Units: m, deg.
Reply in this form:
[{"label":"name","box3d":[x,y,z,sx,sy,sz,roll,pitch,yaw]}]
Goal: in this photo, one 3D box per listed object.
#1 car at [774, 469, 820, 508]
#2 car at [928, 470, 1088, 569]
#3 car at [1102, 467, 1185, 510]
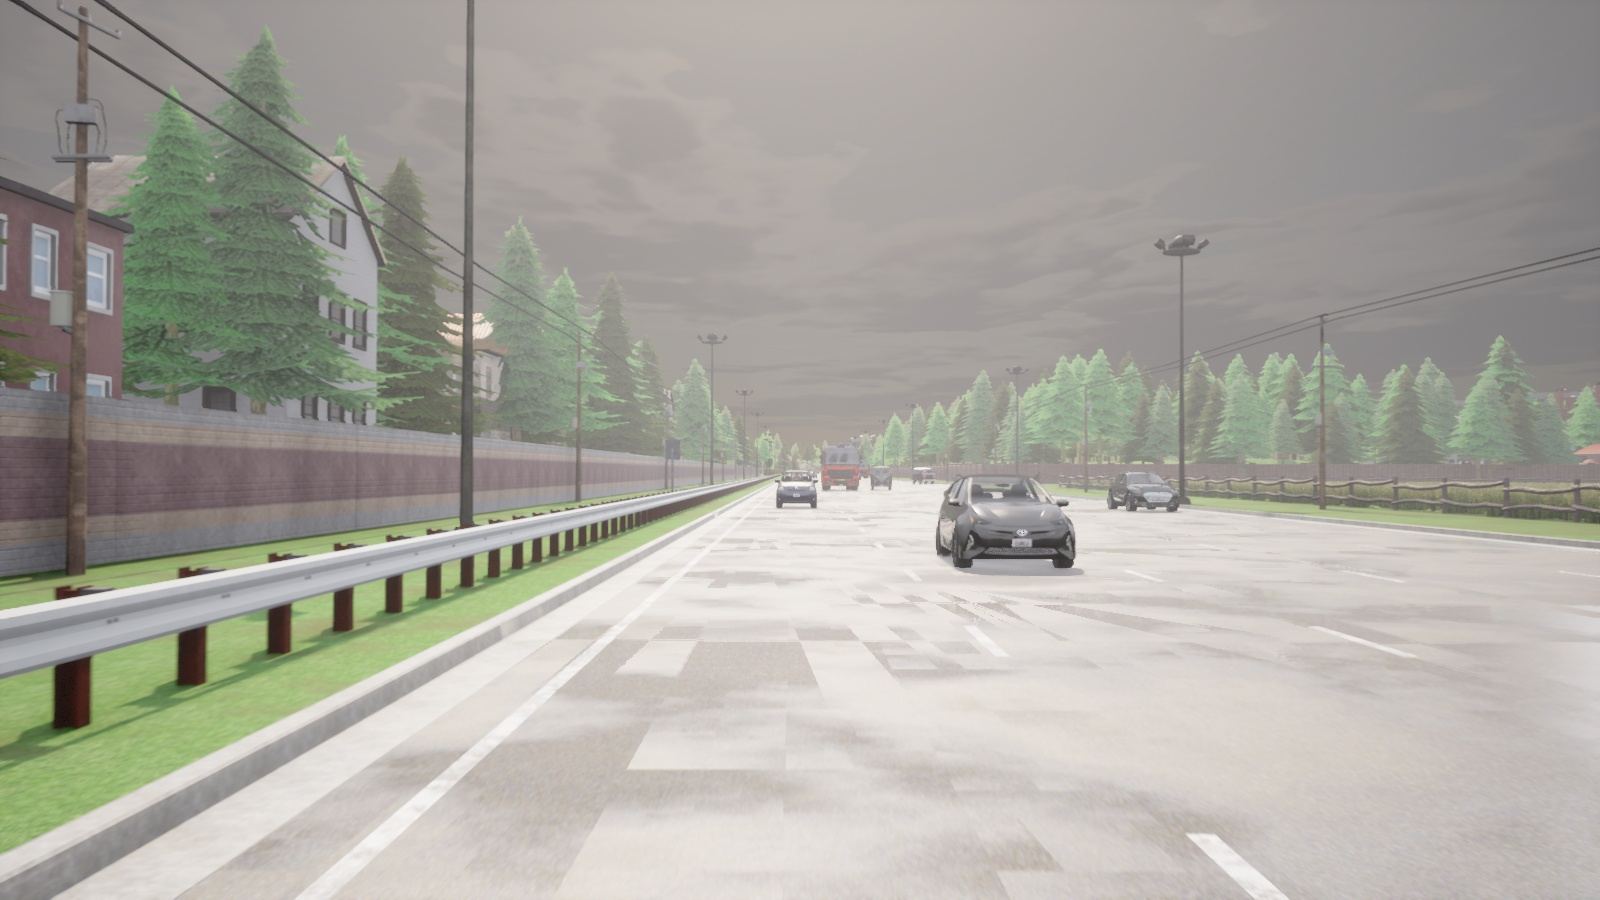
[{"label":"car","box3d":[-0.129,1.612,53.670,1.851,1.617,3.988,0,-1,0]},{"label":"car","box3d":[3.448,1.111,21.687,2.007,1.525,4.514,0,-1,0]},{"label":"car","box3d":[13.877,1.543,50.986,2.033,1.649,4.856,0,-1,0]}]
